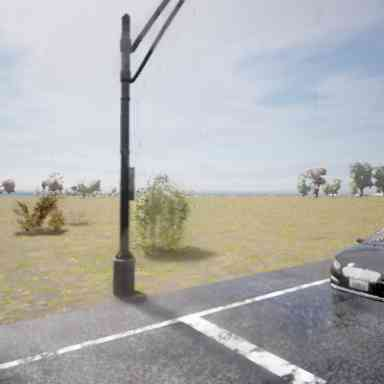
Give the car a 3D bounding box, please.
[{"bbox_3d":[5.203,1.496,7.689,4.902,1.511,2.128,0,0,-34],"label":"car"}]
